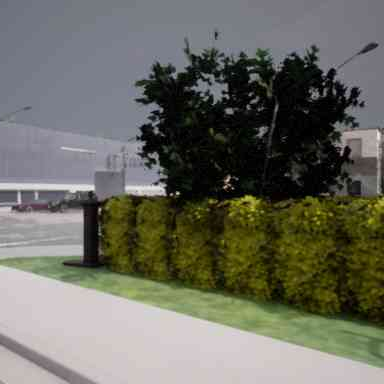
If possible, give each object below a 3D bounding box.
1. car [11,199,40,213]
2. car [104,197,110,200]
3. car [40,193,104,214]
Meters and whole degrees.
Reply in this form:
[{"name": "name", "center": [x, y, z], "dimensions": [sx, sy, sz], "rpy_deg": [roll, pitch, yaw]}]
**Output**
[{"name": "car", "center": [-16.231, 1.420, 35.532], "dimensions": [2.033, 1.411, 5.357], "rpy_deg": [0, 0, 35]}, {"name": "car", "center": [-10.940, 1.376, 43.072], "dimensions": [1.994, 1.385, 4.181], "rpy_deg": [0, 1, 34]}, {"name": "car", "center": [-12.405, 1.094, 34.861], "dimensions": [2.150, 2.045, 5.566], "rpy_deg": [0, 0, 36]}]
